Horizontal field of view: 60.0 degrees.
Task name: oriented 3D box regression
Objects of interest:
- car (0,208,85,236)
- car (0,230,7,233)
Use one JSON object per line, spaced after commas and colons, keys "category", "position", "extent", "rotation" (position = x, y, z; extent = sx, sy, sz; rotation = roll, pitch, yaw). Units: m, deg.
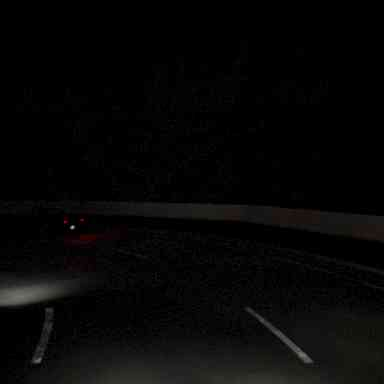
{"category": "car", "position": [-8.145, 1.489, 17.526], "extent": [4.718, 1.301, 1.895], "rotation": [0, 0, 19]}
{"category": "car", "position": [-3.960, 1.501, 3.742], "extent": [1.812, 1.442, 4.674], "rotation": [0, 1, -11]}
